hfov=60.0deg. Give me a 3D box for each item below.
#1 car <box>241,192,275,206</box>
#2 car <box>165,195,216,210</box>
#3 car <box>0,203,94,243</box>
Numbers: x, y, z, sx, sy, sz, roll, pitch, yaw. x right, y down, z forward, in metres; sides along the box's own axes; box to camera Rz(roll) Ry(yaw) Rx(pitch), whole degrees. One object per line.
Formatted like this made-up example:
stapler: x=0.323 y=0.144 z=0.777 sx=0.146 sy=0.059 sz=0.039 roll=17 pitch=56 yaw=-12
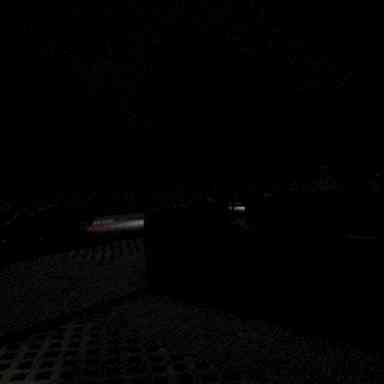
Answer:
car: x=7.050 y=0.706 z=34.517 sx=2.033 sy=1.411 sz=5.357 roll=0 pitch=2 yaw=36
car: x=0.016 y=0.968 z=24.635 sx=2.128 sy=1.511 sz=4.902 roll=0 pitch=1 yaw=35
car: x=-6.775 y=1.261 z=15.085 sx=2.128 sy=1.511 sz=4.902 roll=0 pitch=1 yaw=35
